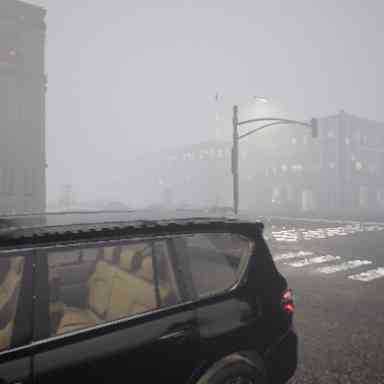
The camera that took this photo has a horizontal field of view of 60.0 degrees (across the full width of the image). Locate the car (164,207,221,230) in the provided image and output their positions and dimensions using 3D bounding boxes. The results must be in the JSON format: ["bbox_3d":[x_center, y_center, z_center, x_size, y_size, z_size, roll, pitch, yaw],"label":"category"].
[{"bbox_3d":[-0.045,1.844,24.035,1.947,1.339,4.313,-1,0,-35],"label":"car"}]

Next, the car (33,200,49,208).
[{"bbox_3d":[-30.416,2.405,67.010,2.008,1.369,4.403,-1,0,-35],"label":"car"}]

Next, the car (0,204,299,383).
[{"bbox_3d":[-1.539,1.223,2.603,5.566,2.045,2.150,0,0,-35],"label":"car"}]

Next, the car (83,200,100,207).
[{"bbox_3d":[-20.379,2.275,67.350,1.887,1.381,4.507,-1,0,-35],"label":"car"}]

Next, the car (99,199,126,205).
[{"bbox_3d":[-7.984,1.876,35.419,1.967,1.590,4.097,-1,0,-35],"label":"car"}]

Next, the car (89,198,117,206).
[{"bbox_3d":[-14.747,2.100,54.960,2.128,1.511,4.902,-1,0,-35],"label":"car"}]

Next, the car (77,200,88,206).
[{"bbox_3d":[-21.964,2.305,65.124,1.994,1.385,4.181,-1,0,-35],"label":"car"}]

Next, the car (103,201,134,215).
[{"bbox_3d":[-9.311,1.973,41.794,2.128,1.511,4.902,-1,0,-35],"label":"car"}]

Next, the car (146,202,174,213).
[{"bbox_3d":[-4.353,2.013,44.786,1.802,1.307,4.206,-1,0,-35],"label":"car"}]

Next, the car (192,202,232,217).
[{"bbox_3d":[2.055,1.857,35.760,2.008,1.369,4.403,-1,0,-35],"label":"car"}]

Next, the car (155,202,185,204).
[{"bbox_3d":[-3.314,1.912,33.329,2.033,1.411,5.357,-1,0,-36],"label":"car"}]

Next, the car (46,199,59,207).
[{"bbox_3d":[-23.907,2.262,57.845,1.752,1.417,4.829,-1,0,-35],"label":"car"}]

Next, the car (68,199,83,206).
[{"bbox_3d":[-26.788,2.411,76.376,1.947,1.339,4.313,-1,0,-35],"label":"car"}]
